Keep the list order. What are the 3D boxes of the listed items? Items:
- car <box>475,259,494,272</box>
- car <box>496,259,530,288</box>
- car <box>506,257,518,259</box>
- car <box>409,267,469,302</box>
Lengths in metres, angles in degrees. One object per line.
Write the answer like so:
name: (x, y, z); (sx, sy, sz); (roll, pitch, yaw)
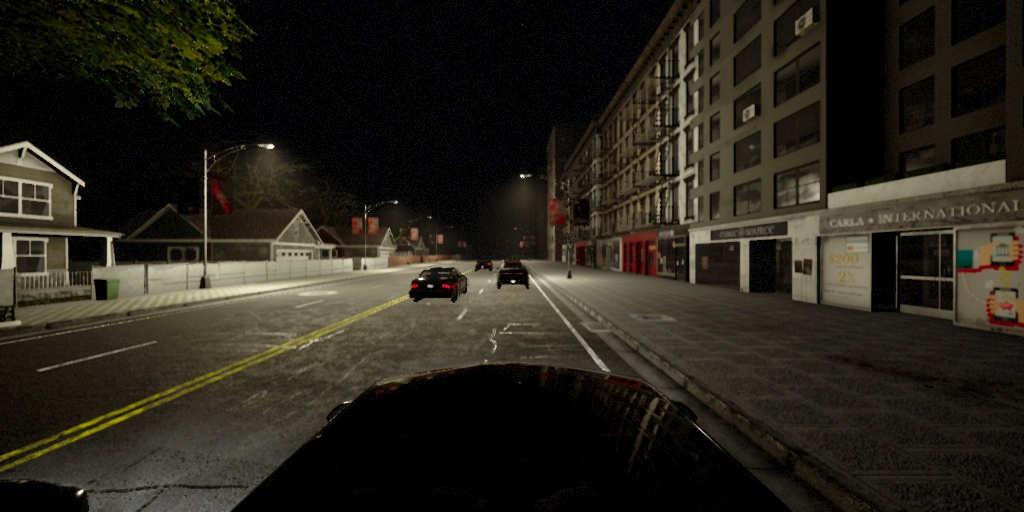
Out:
car: (-3.221, 1.017, 41.601); (1.812, 1.442, 4.674); (0, 0, 0)
car: (0.063, 1.131, 22.240); (1.837, 1.490, 4.892); (0, 0, 0)
car: (0.032, 0.859, 39.481); (2.097, 1.767, 4.553); (0, 1, 0)
car: (-3.176, 1.211, 16.383); (2.033, 1.411, 5.357); (0, 0, 0)
